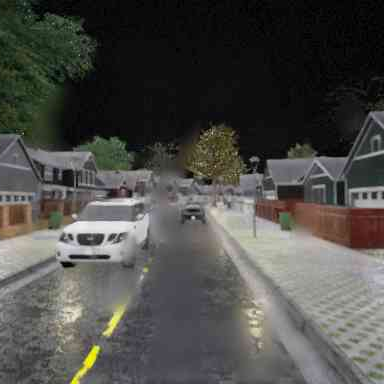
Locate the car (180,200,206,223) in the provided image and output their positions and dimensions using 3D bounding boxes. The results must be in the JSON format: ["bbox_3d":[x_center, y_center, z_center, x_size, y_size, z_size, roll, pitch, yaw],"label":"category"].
[{"bbox_3d":[0.095,1.667,26.905,1.837,1.490,4.892,0,0,0],"label":"car"}]

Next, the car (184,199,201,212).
[{"bbox_3d":[0.117,1.755,43.145,2.128,1.511,4.902,0,0,1],"label":"car"}]

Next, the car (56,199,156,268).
[{"bbox_3d":[-2.805,1.291,11.891,2.150,2.045,5.566,0,0,0],"label":"car"}]

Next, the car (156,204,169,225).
[{"bbox_3d":[-2.804,1.644,25.067,2.128,1.511,4.902,0,0,0],"label":"car"}]
